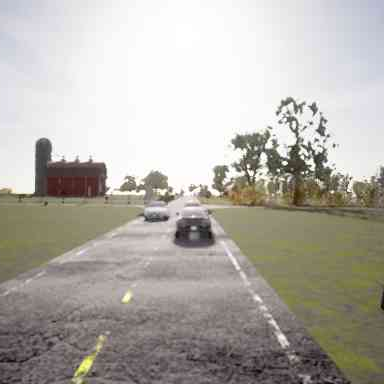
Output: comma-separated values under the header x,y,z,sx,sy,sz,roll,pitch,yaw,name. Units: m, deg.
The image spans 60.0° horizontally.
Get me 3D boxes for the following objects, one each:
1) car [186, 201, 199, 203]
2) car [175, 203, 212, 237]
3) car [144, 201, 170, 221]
x,y,z,sx,sy,sz,roll,pitch,yaw,name
0.062,1.567,34.253,1.994,1.385,4.181,0,0,0,car
0.081,1.524,17.981,1.812,1.442,4.674,0,0,0,car
-2.859,1.527,27.801,1.812,1.442,4.674,0,0,0,car
